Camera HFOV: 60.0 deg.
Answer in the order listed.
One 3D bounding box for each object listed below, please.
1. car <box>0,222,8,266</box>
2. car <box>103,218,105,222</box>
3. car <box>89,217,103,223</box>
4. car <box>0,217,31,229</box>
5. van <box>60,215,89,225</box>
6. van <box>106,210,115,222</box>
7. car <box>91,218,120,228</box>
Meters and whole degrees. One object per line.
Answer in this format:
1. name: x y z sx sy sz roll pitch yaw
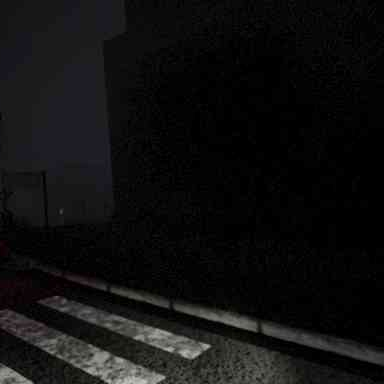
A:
1. car: -7.157 1.571 9.746 4.718 1.301 1.895 1 2 44
2. car: -17.356 5.474 60.036 4.553 1.767 2.185 -7 -8 25
3. car: -18.567 5.370 57.521 5.008 1.535 2.097 -7 -7 25
4. car: -19.816 3.474 36.426 2.128 1.511 4.902 -6 -4 12
5. van: -19.861 4.944 55.090 4.442 1.987 1.878 -7 -7 25
6. van: -9.586 3.442 47.581 4.442 1.987 1.878 -7 -7 25
7. car: -16.303 5.867 62.741 5.366 1.575 1.946 -7 -8 25
